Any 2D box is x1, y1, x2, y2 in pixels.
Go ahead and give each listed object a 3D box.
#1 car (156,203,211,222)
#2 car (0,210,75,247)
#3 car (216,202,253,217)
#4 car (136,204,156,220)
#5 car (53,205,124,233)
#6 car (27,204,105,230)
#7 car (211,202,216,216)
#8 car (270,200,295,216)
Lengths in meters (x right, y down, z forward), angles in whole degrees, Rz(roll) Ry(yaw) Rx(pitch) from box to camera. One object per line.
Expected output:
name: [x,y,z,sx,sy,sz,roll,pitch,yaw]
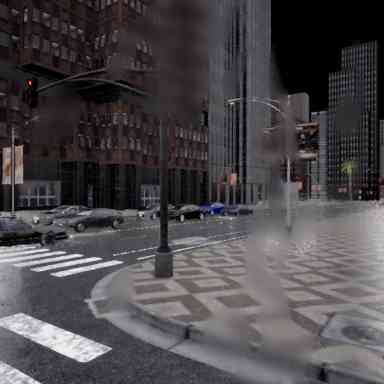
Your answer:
car: [-0.653,1.858,30.324,1.882,1.535,5.008,0,-1,35]
car: [-8.018,1.676,13.834,2.033,1.411,5.357,0,-1,43]
car: [5.289,2.078,38.800,2.033,1.411,5.357,0,-1,35]
car: [-3.268,1.869,32.257,2.128,1.511,4.902,0,-1,35]
car: [-6.550,1.757,21.905,1.812,1.442,4.674,0,-1,35]
car: [-8.990,1.724,24.085,2.128,1.511,4.902,0,-1,35]
car: [2.544,2.002,40.543,1.882,1.535,5.008,0,-1,35]
car: [11.221,2.120,41.276,1.837,1.490,4.892,0,-1,35]
